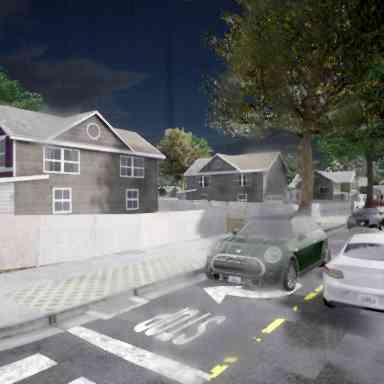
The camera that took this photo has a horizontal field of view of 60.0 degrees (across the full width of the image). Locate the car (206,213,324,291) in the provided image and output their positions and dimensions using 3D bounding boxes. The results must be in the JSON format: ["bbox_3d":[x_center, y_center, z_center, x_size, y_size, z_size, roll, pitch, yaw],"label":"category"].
[{"bbox_3d":[2.323,1.453,9.487,2.097,1.767,4.553,-1,-1,37],"label":"car"}]

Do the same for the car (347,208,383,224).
[{"bbox_3d":[11.718,1.777,22.175,1.994,1.385,4.181,-1,-1,37],"label":"car"}]

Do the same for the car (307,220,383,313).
[{"bbox_3d":[4.209,1.575,7.221,1.812,1.442,4.674,-1,-1,36],"label":"car"}]
